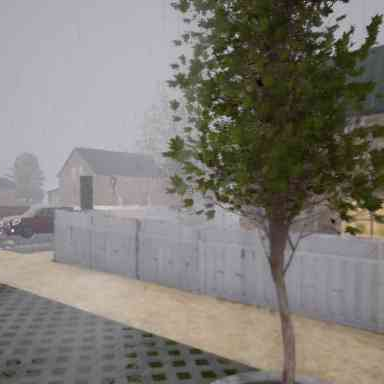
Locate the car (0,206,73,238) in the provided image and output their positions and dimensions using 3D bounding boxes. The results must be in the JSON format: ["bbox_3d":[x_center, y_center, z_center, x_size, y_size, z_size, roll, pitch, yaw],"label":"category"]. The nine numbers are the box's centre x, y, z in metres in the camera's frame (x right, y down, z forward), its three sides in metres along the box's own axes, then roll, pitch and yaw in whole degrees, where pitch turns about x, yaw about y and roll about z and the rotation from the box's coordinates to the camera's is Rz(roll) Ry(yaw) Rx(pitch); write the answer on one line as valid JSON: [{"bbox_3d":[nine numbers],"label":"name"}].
[{"bbox_3d":[-8.712,1.614,19.307,2.097,1.767,4.553,-1,-2,35],"label":"car"}]

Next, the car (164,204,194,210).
[{"bbox_3d":[-1.389,1.899,29.599,2.097,1.767,4.553,-1,-2,36],"label":"car"}]
